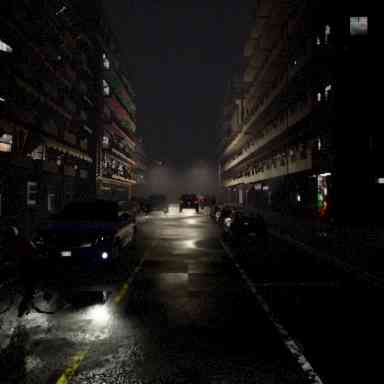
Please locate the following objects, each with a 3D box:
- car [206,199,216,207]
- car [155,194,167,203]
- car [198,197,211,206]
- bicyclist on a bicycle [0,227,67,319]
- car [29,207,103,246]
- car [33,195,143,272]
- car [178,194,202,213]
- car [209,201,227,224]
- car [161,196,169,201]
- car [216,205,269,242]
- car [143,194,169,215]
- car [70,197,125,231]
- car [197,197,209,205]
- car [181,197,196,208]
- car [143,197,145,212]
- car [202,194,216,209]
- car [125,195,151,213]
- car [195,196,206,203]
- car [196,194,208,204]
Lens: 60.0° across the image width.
[{"bbox_3d":[2.377,1.535,27.490,1.752,1.417,4.829,1,0,-1],"label":"car"},{"bbox_3d":[-6.560,1.354,71.787,2.192,1.841,5.009,1,0,-1],"label":"car"},{"bbox_3d":[2.028,1.577,55.157,2.008,1.369,4.403,1,0,-1],"label":"car"},{"bbox_3d":[-3.129,1.457,6.062,1.656,1.620,0.582,-2,0,-1],"label":"bicyclist on a bicycle"},{"bbox_3d":[-5.861,1.550,16.113,1.887,1.381,4.507,1,0,-1],"label":"car"},{"bbox_3d":[-3.218,1.226,11.203,2.150,2.045,5.566,0,0,-1],"label":"car"},{"bbox_3d":[-0.351,1.237,37.759,2.150,2.045,5.566,0,0,-1],"label":"car"},{"bbox_3d":[2.449,1.558,21.753,2.008,1.369,4.403,1,0,-1],"label":"car"},{"bbox_3d":[-6.704,1.630,82.923,1.802,1.307,4.206,1,0,-1],"label":"car"},{"bbox_3d":[2.519,1.556,16.186,2.008,1.369,4.403,1,0,-1],"label":"car"},{"bbox_3d":[-3.510,1.235,34.215,2.150,2.045,5.566,0,0,-1],"label":"car"},{"bbox_3d":[-5.928,1.323,21.681,2.192,1.841,5.009,1,0,-1],"label":"car"},{"bbox_3d":[1.957,1.575,60.724,1.887,1.381,4.507,1,0,-1],"label":"car"},{"bbox_3d":[-0.483,1.513,48.243,2.128,1.511,4.902,0,0,-1],"label":"car"},{"bbox_3d":[-6.069,1.538,32.645,1.752,1.417,4.829,1,0,-1],"label":"car"},{"bbox_3d":[2.171,1.334,44.023,2.192,1.841,5.009,1,0,-1],"label":"car"},{"bbox_3d":[-6.139,1.331,38.383,2.192,1.841,5.009,1,0,-1],"label":"car"},{"bbox_3d":[1.817,1.589,71.860,2.008,1.369,4.403,1,0,-1],"label":"car"},{"bbox_3d":[1.890,1.349,66.292,2.192,1.841,5.009,1,0,-1],"label":"car"}]
